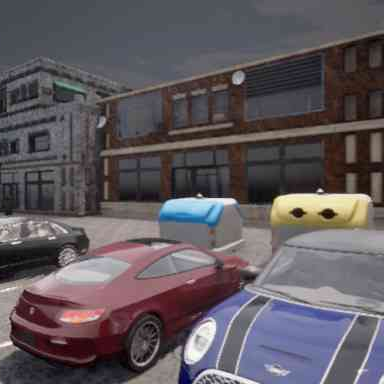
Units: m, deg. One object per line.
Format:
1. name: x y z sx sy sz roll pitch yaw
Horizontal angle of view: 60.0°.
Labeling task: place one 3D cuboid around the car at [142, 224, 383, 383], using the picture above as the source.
1. car: 1.797 1.354 4.111 2.185 1.767 4.553 0 0 35

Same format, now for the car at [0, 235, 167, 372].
1. car: -0.570 1.518 5.735 2.002 1.452 4.674 0 0 35

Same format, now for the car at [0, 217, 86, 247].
1. car: -5.107 1.479 8.943 2.231 1.521 4.892 0 0 35
